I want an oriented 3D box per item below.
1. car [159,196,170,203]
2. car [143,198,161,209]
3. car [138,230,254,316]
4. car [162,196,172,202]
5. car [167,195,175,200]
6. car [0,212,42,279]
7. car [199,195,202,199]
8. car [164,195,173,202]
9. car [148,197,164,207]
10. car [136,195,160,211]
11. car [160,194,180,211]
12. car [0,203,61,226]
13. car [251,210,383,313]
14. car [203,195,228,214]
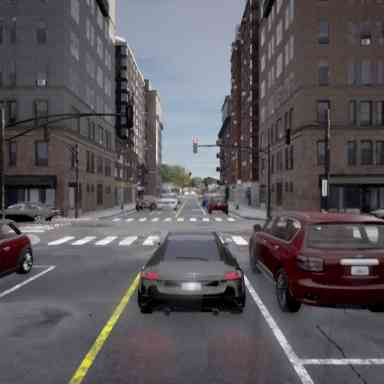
[{"bbox_3d":[-5.525,1.523,67.659,1.887,1.381,4.507,0,0,0],"label":"car"},{"bbox_3d":[-5.495,1.552,45.643,1.947,1.339,4.313,0,0,0],"label":"car"},{"bbox_3d":[0.012,1.562,7.617,1.994,1.385,4.181,0,0,1],"label":"car"},{"bbox_3d":[-5.532,1.521,73.162,1.887,1.381,4.507,0,0,0],"label":"car"},{"bbox_3d":[-5.555,1.552,89.673,1.802,1.307,4.206,0,0,0],"label":"car"},{"bbox_3d":[-5.400,1.438,7.580,1.967,1.590,4.097,0,0,0],"label":"car"},{"bbox_3d":[2.599,1.299,51.163,2.192,1.841,5.009,0,0,0],"label":"car"},{"bbox_3d":[-5.540,1.525,78.666,2.008,1.369,4.403,0,0,0],"label":"car"},{"bbox_3d":[-5.503,1.535,51.147,2.008,1.369,4.403,0,0,0],"label":"car"},{"bbox_3d":[-5.488,1.303,40.140,2.192,1.841,5.009,0,0,0],"label":"car"},{"bbox_3d":[-2.912,1.212,40.442,2.150,2.045,5.566,0,0,0],"label":"car"},{"bbox_3d":[-11.540,1.514,22.727,4.902,1.511,2.128,0,0,-5],"label":"car"},{"bbox_3d":[2.625,1.313,7.595,2.192,1.841,5.009,0,0,0],"label":"car"},{"bbox_3d":[2.641,1.304,34.651,2.192,1.841,5.009,0,0,0],"label":"car"}]
